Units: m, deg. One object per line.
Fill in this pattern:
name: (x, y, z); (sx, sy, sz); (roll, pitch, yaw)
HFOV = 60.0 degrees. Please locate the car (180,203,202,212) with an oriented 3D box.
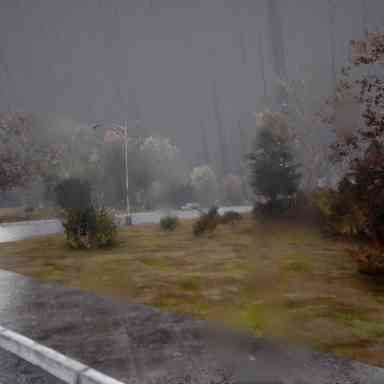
car: (-0.131, 2.600, 57.636); (2.128, 1.511, 4.902); (-3, -2, 32)

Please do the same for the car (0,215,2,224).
car: (-18.934, 2.442, 28.378); (1.837, 1.490, 4.892); (-3, -2, 35)
